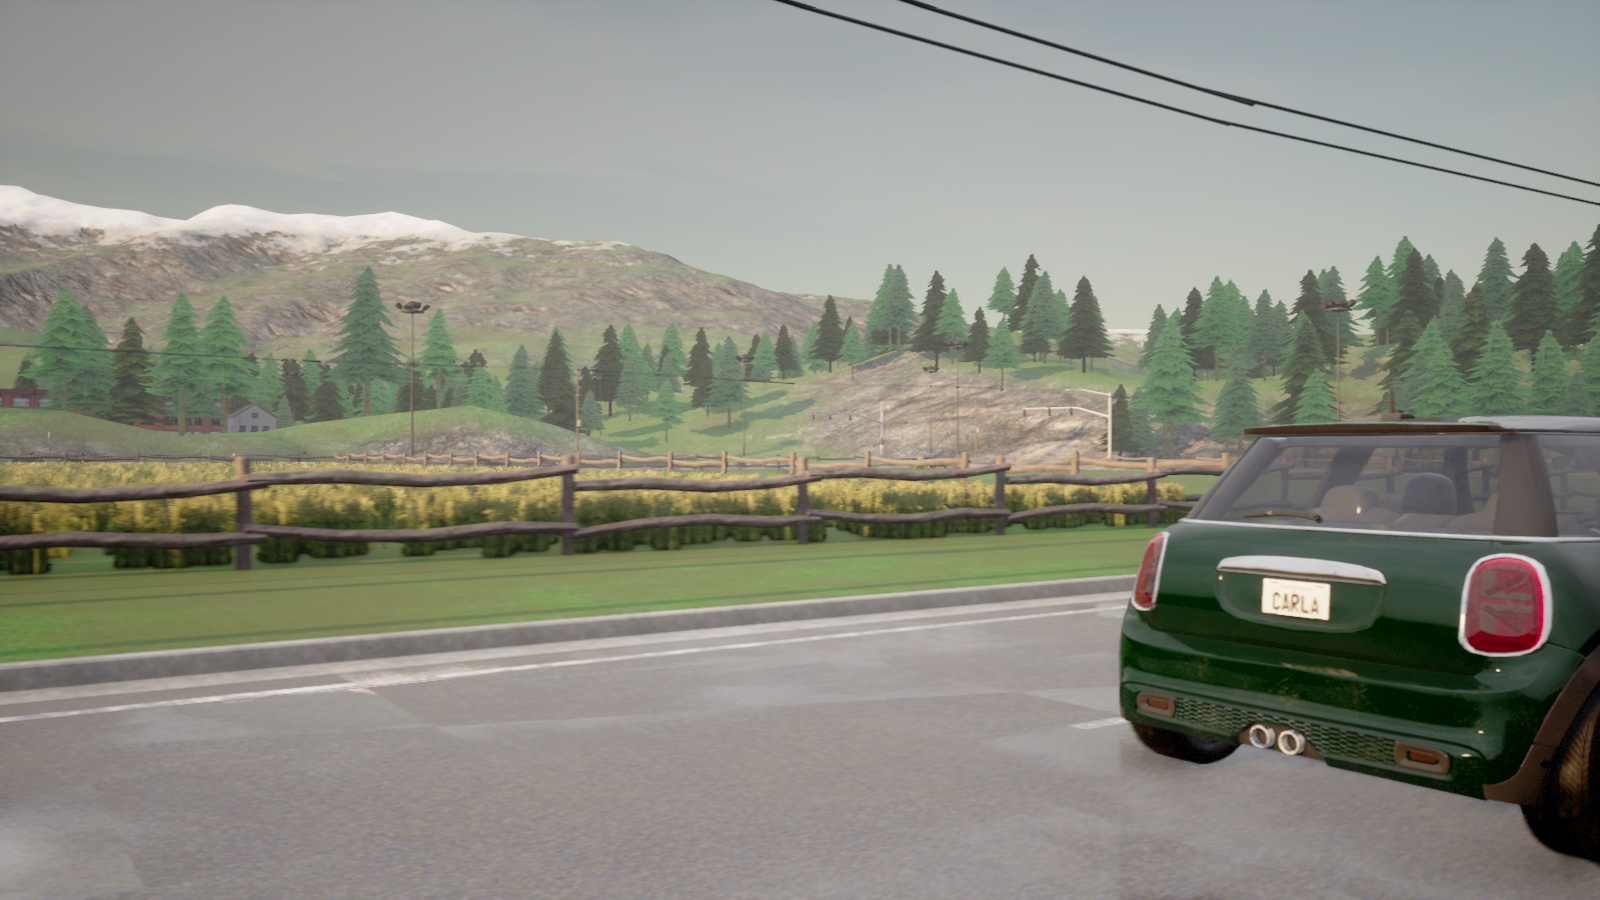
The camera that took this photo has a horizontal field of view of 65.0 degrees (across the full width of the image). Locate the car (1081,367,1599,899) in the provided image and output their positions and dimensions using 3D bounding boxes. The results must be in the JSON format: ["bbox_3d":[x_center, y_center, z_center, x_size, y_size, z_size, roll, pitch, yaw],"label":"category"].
[{"bbox_3d":[3.780,0.616,6.290,4.553,1.767,2.097,0,0,-35],"label":"car"}]
